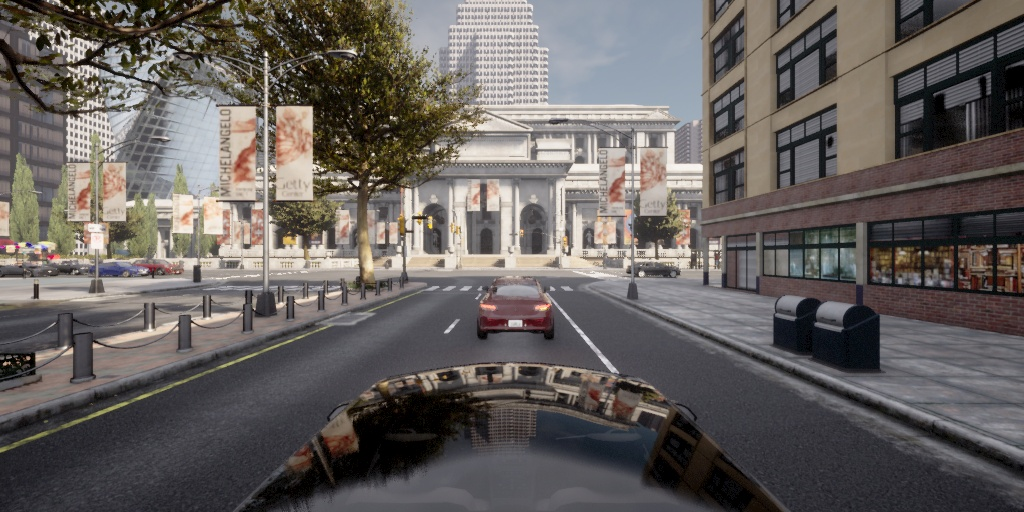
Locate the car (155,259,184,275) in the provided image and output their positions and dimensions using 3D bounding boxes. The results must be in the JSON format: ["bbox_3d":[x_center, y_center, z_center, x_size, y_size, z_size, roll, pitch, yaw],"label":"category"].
[{"bbox_3d":[-37.312,1.102,37.647,4.553,1.767,2.097,0,0,0],"label":"car"}]

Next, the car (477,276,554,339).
[{"bbox_3d":[0.111,1.276,9.959,1.812,1.442,4.674,0,0,1],"label":"car"}]

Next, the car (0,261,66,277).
[{"bbox_3d":[-46.104,1.314,34.177,4.181,1.385,1.994,0,0,-1],"label":"car"}]

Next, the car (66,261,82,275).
[{"bbox_3d":[-46.267,1.241,37.684,4.902,1.511,2.128,0,0,0],"label":"car"}]

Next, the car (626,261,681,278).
[{"bbox_3d":[13.251,1.255,33.615,4.892,1.490,1.837,0,0,1],"label":"car"}]

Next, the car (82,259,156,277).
[{"bbox_3d":[-37.344,1.276,34.152,4.674,1.442,1.812,0,0,0],"label":"car"}]
